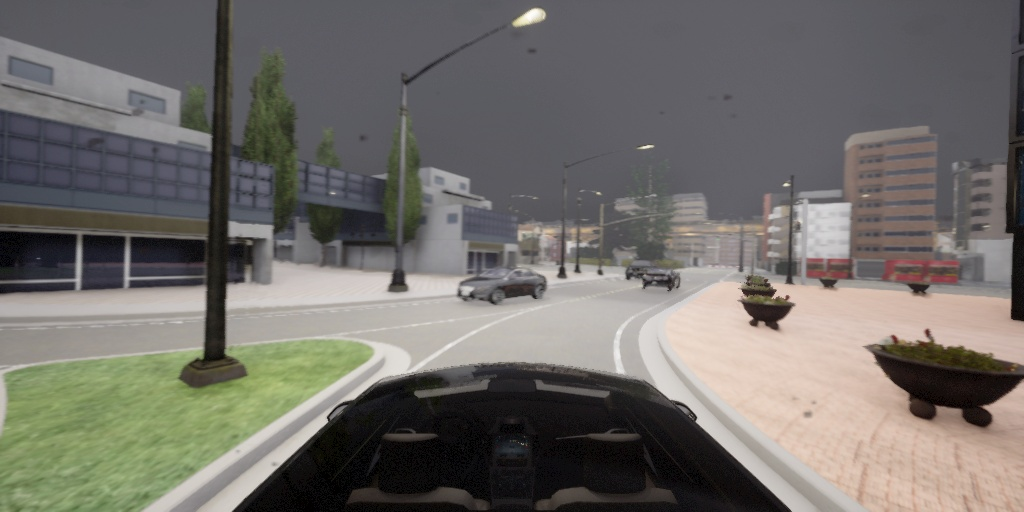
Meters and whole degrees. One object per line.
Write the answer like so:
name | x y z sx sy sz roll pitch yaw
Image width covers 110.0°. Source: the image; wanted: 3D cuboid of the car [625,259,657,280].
car | 12.745 1.342 34.939 2.150 2.045 5.566 2 0 34

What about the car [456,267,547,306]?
car | -0.291 1.228 15.826 2.128 1.511 4.902 2 0 38

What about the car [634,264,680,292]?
car | 10.328 1.540 24.721 2.128 1.511 4.902 2 0 33
